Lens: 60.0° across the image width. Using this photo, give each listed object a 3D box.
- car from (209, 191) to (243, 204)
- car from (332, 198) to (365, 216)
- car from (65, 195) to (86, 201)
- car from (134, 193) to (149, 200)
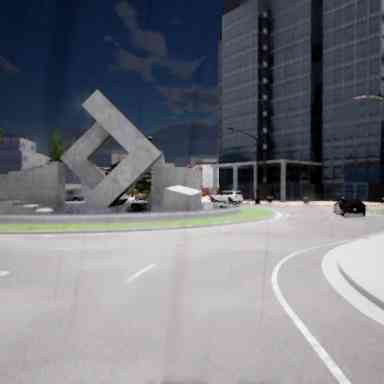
[{"bbox_3d":[5.292,0.863,52.244,5.566,2.045,2.150,0,0,40],"label":"car"},{"bbox_3d":[13.908,1.279,29.657,1.882,1.535,5.008,1,1,13],"label":"car"},{"bbox_3d":[-18.893,1.174,55.287,4.181,1.385,1.994,0,0,-35],"label":"car"},{"bbox_3d":[-10.588,1.042,69.355,1.812,1.442,4.674,0,0,7],"label":"car"}]
